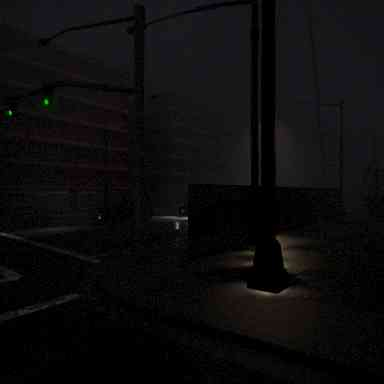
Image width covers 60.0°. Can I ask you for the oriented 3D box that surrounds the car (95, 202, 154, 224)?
[{"bbox_3d":[-4.911,1.491,24.772,2.128,1.511,4.902,0,0,35],"label":"car"}]

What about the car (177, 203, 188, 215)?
[{"bbox_3d":[0.527,1.505,32.516,1.837,1.490,4.892,0,0,35],"label":"car"}]
